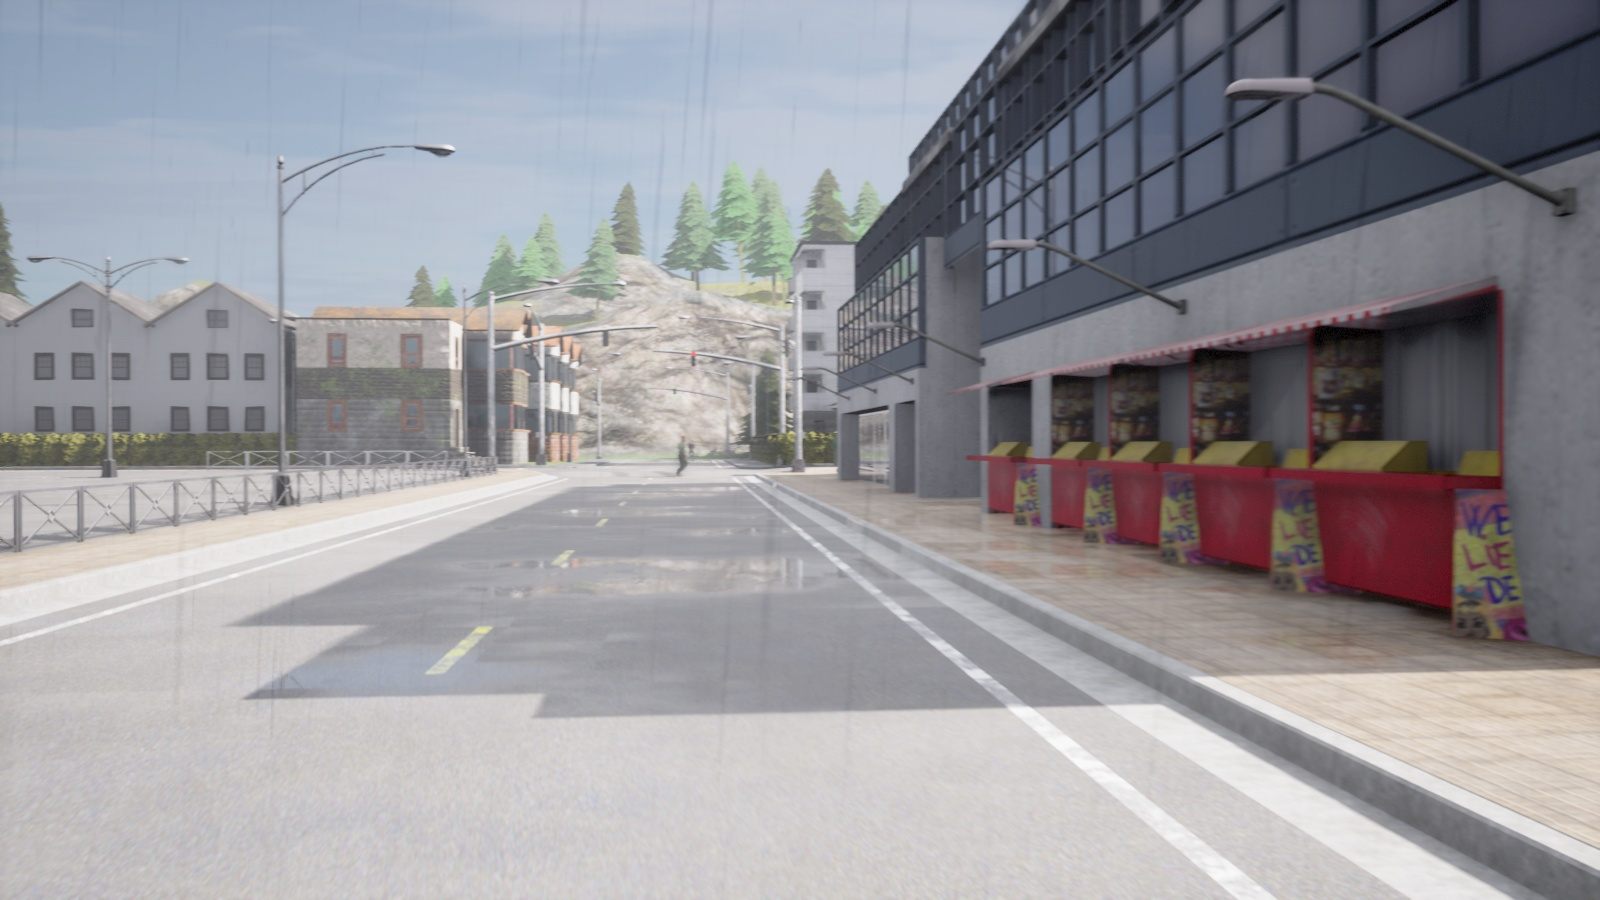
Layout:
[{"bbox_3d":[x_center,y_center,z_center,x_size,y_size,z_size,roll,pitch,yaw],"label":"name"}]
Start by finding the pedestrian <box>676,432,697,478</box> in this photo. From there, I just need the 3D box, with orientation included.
[{"bbox_3d":[-4.912,0.221,54.224,0.788,1.949,0.423,0,0,15],"label":"pedestrian"}]
